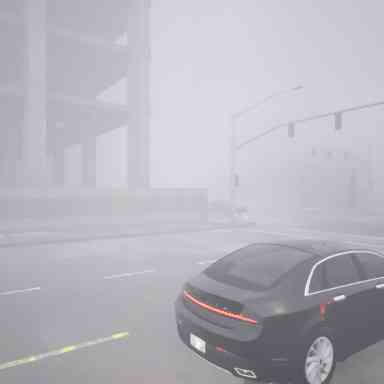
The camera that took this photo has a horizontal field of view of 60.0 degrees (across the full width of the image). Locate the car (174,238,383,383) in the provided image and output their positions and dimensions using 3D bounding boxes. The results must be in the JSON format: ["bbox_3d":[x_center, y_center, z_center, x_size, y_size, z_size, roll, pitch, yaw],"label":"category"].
[{"bbox_3d":[2.052,1.505,5.255,4.892,1.490,1.837,0,0,-35],"label":"car"}]

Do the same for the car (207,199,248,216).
[{"bbox_3d":[3.073,1.547,33.038,2.033,1.411,5.357,0,0,-36],"label":"car"}]

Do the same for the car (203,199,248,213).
[{"bbox_3d":[3.737,1.547,38.081,2.033,1.411,5.357,0,0,-36],"label":"car"}]
